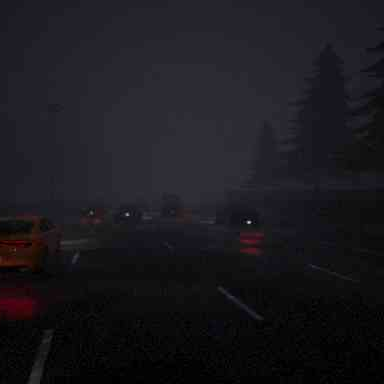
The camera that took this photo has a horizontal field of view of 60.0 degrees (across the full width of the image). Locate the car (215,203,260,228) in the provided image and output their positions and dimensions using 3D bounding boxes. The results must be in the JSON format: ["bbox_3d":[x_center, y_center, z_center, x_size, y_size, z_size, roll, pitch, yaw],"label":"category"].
[{"bbox_3d":[2.864,1.489,21.864,1.837,1.490,4.892,0,1,-11],"label":"car"}]

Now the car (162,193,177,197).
[{"bbox_3d":[-2.792,1.190,41.260,2.150,2.045,5.566,0,0,-2],"label":"car"}]

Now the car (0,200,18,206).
[{"bbox_3d":[-20.185,1.513,34.968,2.033,1.411,5.357,0,0,-4],"label":"car"}]

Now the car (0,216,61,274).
[{"bbox_3d":[-5.305,1.467,10.324,1.882,1.535,5.008,0,0,-15],"label":"car"}]

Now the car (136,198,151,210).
[{"bbox_3d":[-6.281,1.490,41.265,1.812,1.442,4.674,0,0,-2],"label":"car"}]

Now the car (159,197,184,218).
[{"bbox_3d":[-1.882,1.453,29.817,1.882,1.535,5.008,0,0,-8],"label":"car"}]

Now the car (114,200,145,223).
[{"bbox_3d":[-4.802,1.542,25.198,1.994,1.385,4.181,0,0,-8],"label":"car"}]

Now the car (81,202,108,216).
[{"bbox_3d":[-9.199,1.572,31.825,1.895,1.301,4.718,0,0,-6],"label":"car"}]
